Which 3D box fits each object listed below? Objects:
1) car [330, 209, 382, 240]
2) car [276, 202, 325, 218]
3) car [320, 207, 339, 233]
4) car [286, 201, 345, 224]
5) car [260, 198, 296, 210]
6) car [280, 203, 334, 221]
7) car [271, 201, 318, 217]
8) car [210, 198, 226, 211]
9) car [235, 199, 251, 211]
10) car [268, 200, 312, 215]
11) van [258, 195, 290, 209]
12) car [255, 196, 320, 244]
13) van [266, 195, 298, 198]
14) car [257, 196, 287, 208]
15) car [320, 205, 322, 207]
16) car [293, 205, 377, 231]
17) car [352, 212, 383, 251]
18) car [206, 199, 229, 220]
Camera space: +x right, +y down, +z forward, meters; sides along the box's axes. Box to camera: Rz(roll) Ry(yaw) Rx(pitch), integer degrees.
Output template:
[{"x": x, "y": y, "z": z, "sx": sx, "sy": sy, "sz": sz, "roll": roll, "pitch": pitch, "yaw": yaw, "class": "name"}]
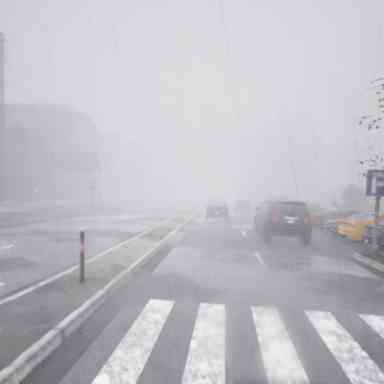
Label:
[{"x": 9.986, "y": 1.896, "z": 16.563, "sx": 5.008, "sy": 1.535, "sz": 2.097, "roll": 2, "pitch": 0, "yaw": 5, "class": "car"}, {"x": 11.573, "y": 1.933, "z": 35.781, "sx": 4.674, "sy": 1.452, "sz": 2.002, "roll": 2, "pitch": 0, "yaw": 5, "class": "car"}, {"x": 10.223, "y": 1.906, "z": 19.306, "sx": 4.892, "sy": 1.521, "sz": 2.231, "roll": 2, "pitch": 0, "yaw": 5, "class": "car"}, {"x": 11.093, "y": 1.787, "z": 30.286, "sx": 4.553, "sy": 1.767, "sz": 2.185, "roll": 2, "pitch": 0, "yaw": 5, "class": "car"}, {"x": 12.699, "y": 1.786, "z": 49.510, "sx": 4.892, "sy": 1.521, "sz": 2.231, "roll": 2, "pitch": 1, "yaw": 5, "class": "car"}, {"x": 11.342, "y": 1.944, "z": 33.037, "sx": 4.674, "sy": 1.452, "sz": 2.002, "roll": 2, "pitch": 0, "yaw": 5, "class": "car"}, {"x": 11.768, "y": 1.909, "z": 38.532, "sx": 4.792, "sy": 1.488, "sz": 2.163, "roll": 2, "pitch": 1, "yaw": 5, "class": "car"}, {"x": 3.477, "y": 1.591, "z": 43.741, "sx": 1.994, "sy": 1.385, "sz": 4.181, "roll": 2, "pitch": 1, "yaw": 5, "class": "car"}, {"x": 6.855, "y": 1.638, "z": 44.775, "sx": 2.128, "sy": 1.511, "sz": 4.902, "roll": 2, "pitch": 1, "yaw": 5, "class": "car"}, {"x": 12.053, "y": 1.891, "z": 41.270, "sx": 4.792, "sy": 1.488, "sz": 2.163, "roll": 2, "pitch": 1, "yaw": 5, "class": "car"}, {"x": 12.825, "y": 1.522, "z": 52.264, "sx": 4.442, "sy": 1.987, "sz": 1.878, "roll": 2, "pitch": 1, "yaw": 5, "class": "van"}, {"x": 4.631, "y": 1.427, "z": 17.464, "sx": 2.150, "sy": 2.045, "sz": 5.566, "roll": 2, "pitch": 0, "yaw": 5, "class": "car"}, {"x": 12.376, "y": 1.619, "z": 44.004, "sx": 4.442, "sy": 1.987, "sz": 1.878, "roll": 2, "pitch": 1, "yaw": 5, "class": "van"}, {"x": 13.195, "y": 1.587, "z": 54.996, "sx": 4.553, "sy": 1.767, "sz": 2.185, "roll": 2, "pitch": 1, "yaw": 5, "class": "car"}, {"x": 10.470, "y": 1.944, "z": 22.046, "sx": 4.792, "sy": 1.488, "sz": 2.163, "roll": 2, "pitch": 0, "yaw": 5, "class": "car"}, {"x": 10.484, "y": 1.906, "z": 24.814, "sx": 5.366, "sy": 1.575, "sz": 1.946, "roll": 2, "pitch": 0, "yaw": 5, "class": "car"}, {"x": 9.759, "y": 1.886, "z": 13.817, "sx": 4.892, "sy": 1.521, "sz": 2.231, "roll": 2, "pitch": 0, "yaw": 5, "class": "car"}, {"x": 2.291, "y": 1.569, "z": 29.689, "sx": 1.882, "sy": 1.535, "sz": 5.008, "roll": 2, "pitch": 0, "yaw": 5, "class": "car"}]
